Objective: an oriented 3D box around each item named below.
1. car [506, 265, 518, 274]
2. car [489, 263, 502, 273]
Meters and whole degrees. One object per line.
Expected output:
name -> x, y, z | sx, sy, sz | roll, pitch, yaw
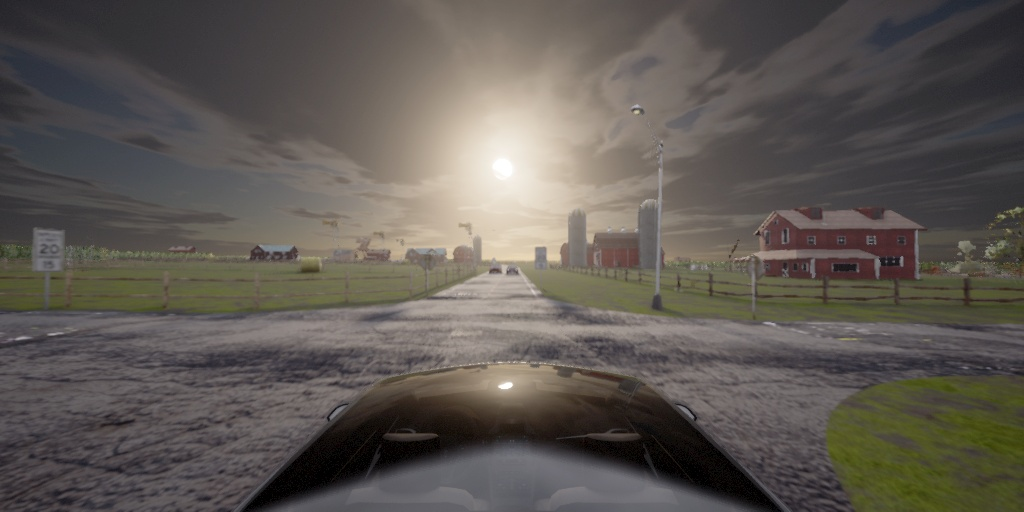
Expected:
car -> 0.026, 2.148, 55.675 | 1.895, 1.301, 4.718 | 0, -1, 0
car -> -2.723, 1.970, 60.269 | 2.097, 1.767, 4.553 | 0, -1, 0
